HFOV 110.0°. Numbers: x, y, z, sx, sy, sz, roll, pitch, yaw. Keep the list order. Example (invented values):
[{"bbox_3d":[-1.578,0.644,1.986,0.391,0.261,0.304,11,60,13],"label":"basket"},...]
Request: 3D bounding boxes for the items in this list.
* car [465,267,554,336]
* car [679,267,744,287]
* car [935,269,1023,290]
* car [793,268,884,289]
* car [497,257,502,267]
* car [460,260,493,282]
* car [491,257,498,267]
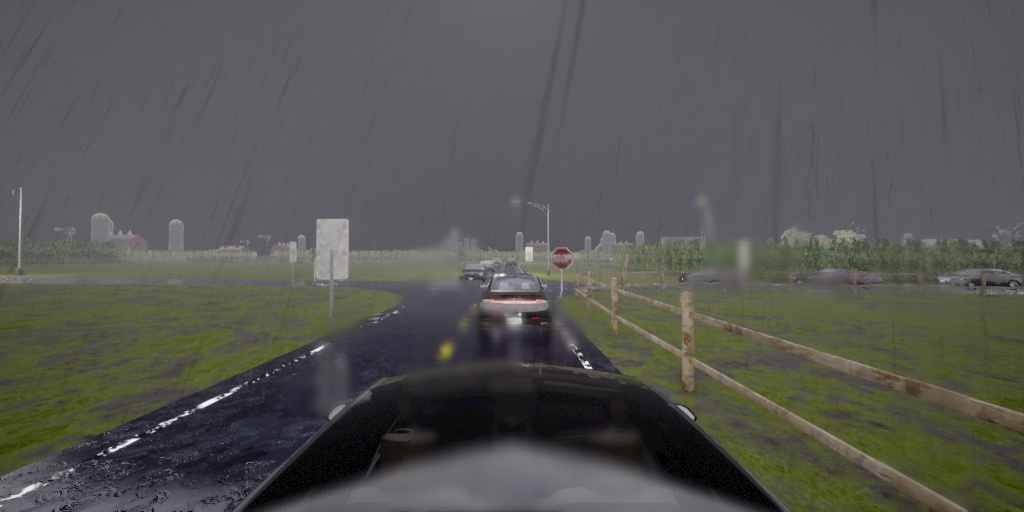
[{"bbox_3d":[0.081,1.243,10.370,2.128,1.511,4.902,0,0,0],"label":"car"},{"bbox_3d":[14.517,1.516,26.187,4.181,1.385,1.994,1,-1,0],"label":"car"},{"bbox_3d":[33.967,1.676,26.164,4.902,1.511,2.128,1,-1,0],"label":"car"},{"bbox_3d":[23.786,1.609,26.182,5.357,1.411,2.033,1,-1,-1],"label":"car"},{"bbox_3d":[-2.977,1.287,56.050,1.994,1.385,4.181,0,0,-1],"label":"car"},{"bbox_3d":[-2.922,1.291,28.680,2.033,1.411,5.357,0,0,0],"label":"car"},{"bbox_3d":[-2.953,1.214,42.498,1.882,1.535,5.008,0,0,0],"label":"car"}]
